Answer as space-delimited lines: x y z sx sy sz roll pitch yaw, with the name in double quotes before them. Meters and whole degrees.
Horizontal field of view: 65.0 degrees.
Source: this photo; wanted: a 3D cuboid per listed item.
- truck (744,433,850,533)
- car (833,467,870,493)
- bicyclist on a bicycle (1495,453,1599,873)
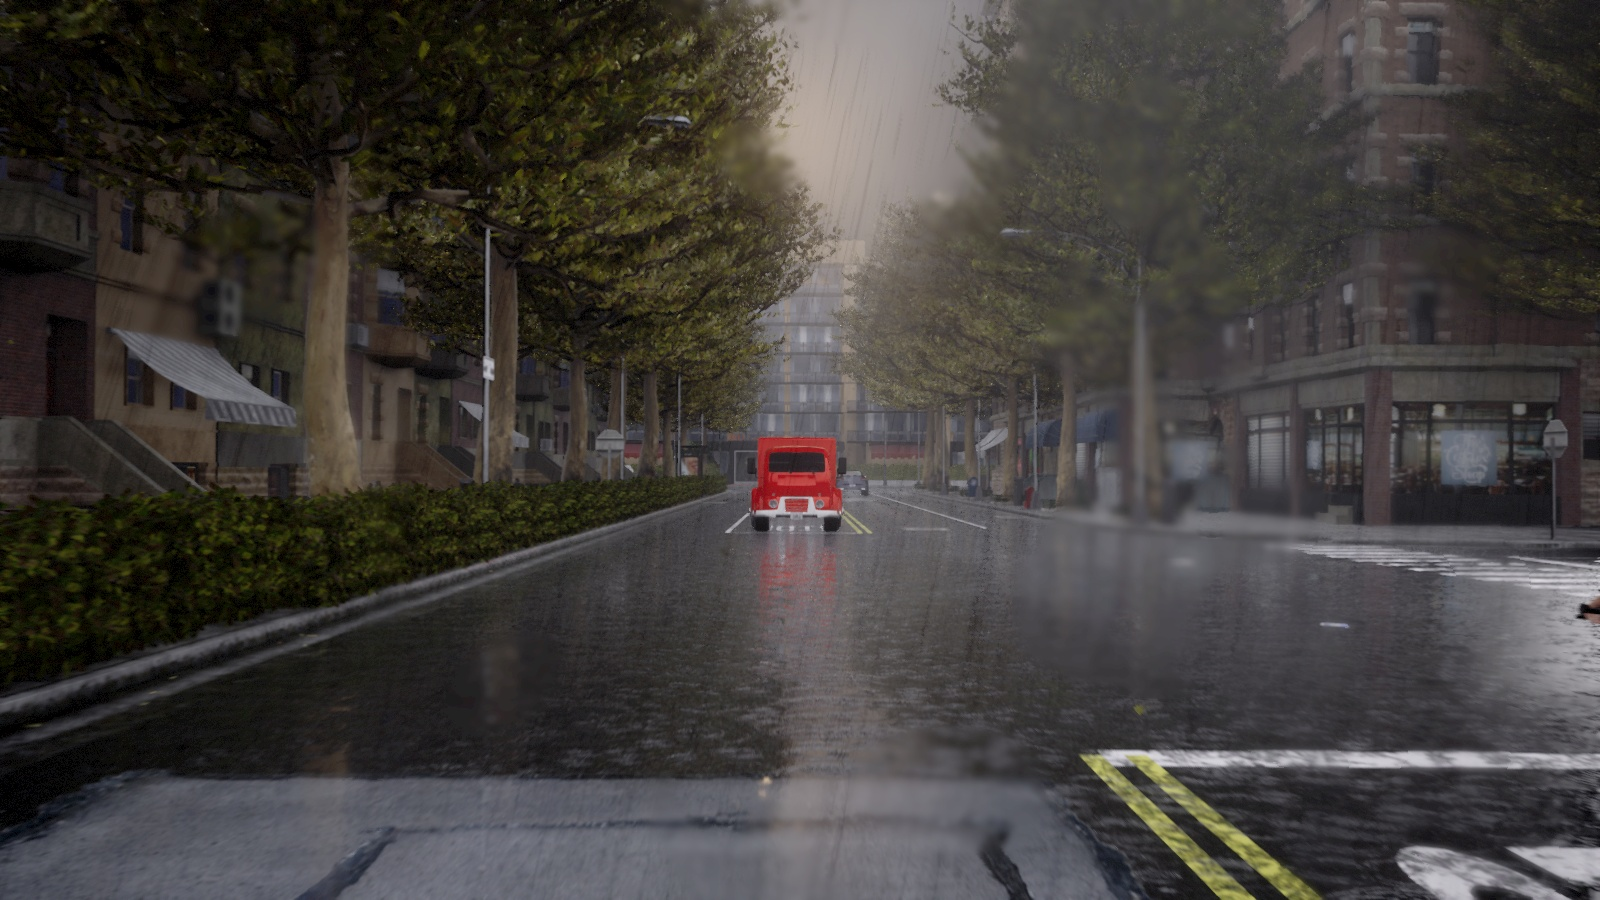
"truck" -0.083 0.910 33.950 2.627 2.467 5.204 0 -2 0
"car" 3.303 1.946 81.585 2.152 1.651 5.027 0 -1 0
"bicyclist on a bicycle" 3.507 0.817 4.799 0.866 1.612 1.509 0 -1 1
